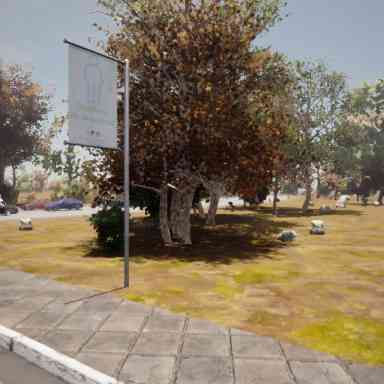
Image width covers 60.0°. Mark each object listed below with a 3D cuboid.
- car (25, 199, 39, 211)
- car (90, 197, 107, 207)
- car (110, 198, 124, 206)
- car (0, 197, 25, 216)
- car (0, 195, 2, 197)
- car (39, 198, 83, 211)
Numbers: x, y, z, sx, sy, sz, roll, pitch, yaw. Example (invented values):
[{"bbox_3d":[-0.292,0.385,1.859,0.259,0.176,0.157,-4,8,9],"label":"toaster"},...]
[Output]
[{"bbox_3d":[-18.973,1.555,41.265,1.994,1.385,4.181,0,0,39],"label":"car"},{"bbox_3d":[-12.720,1.465,49.255,1.837,1.490,4.892,0,0,37],"label":"car"},{"bbox_3d":[-9.213,1.556,48.074,1.895,1.301,4.718,0,0,37],"label":"car"},{"bbox_3d":[-18.493,1.491,30.369,2.128,1.511,4.902,0,0,39],"label":"car"},{"bbox_3d":[-21.424,1.221,32.567,2.150,2.045,5.566,0,0,39],"label":"car"},{"bbox_3d":[-15.411,1.514,40.131,1.812,1.442,4.674,0,0,38],"label":"car"}]
